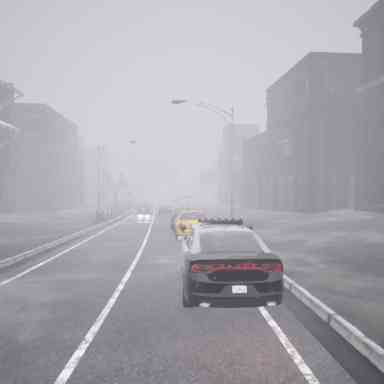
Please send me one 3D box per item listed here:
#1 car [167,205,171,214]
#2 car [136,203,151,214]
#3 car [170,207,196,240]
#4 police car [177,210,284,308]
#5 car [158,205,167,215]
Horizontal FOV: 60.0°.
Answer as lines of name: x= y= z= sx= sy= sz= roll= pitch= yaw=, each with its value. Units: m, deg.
car: x=-0.641 y=1.859 z=24.191 sx=1.882 sy=1.535 sz=5.008 roll=0 pitch=-2 yaw=-6
car: x=-6.946 y=2.331 z=47.997 sx=2.128 sy=1.511 sz=4.902 roll=0 pitch=0 yaw=-6
car: x=-0.073 y=1.671 z=18.373 sx=1.801 sy=1.575 sz=5.366 roll=0 pitch=-1 yaw=-5
police car: x=0.676 y=1.465 z=8.198 sx=1.930 sy=1.638 sz=5.238 roll=0 pitch=-1 yaw=-3
car: x=-3.801 y=2.455 z=47.031 sx=1.895 sy=1.301 sz=4.718 roll=0 pitch=0 yaw=-5
